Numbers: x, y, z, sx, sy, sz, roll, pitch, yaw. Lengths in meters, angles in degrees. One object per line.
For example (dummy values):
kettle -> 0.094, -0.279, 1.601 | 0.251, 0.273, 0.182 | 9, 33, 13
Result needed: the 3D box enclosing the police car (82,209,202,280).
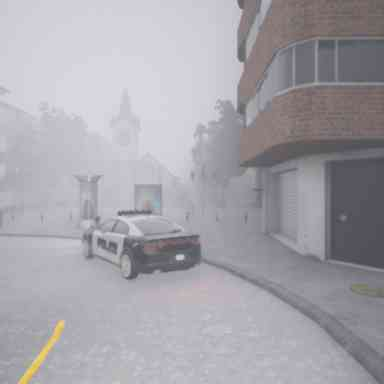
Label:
police car -> -1.806, 1.352, 10.094 | 1.930, 1.638, 5.238 | 0, 1, -36
